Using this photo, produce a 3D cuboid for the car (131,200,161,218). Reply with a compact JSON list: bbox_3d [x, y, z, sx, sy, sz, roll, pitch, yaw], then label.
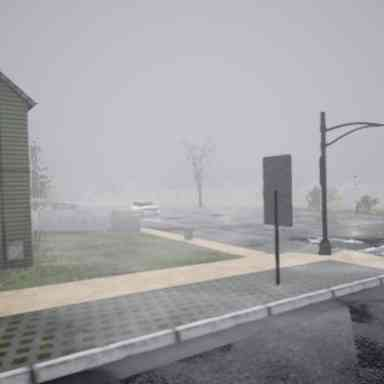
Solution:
[{"bbox_3d":[-6.023,2.130,42.547,2.150,2.045,5.566,-2,1,-31],"label":"car"}]
